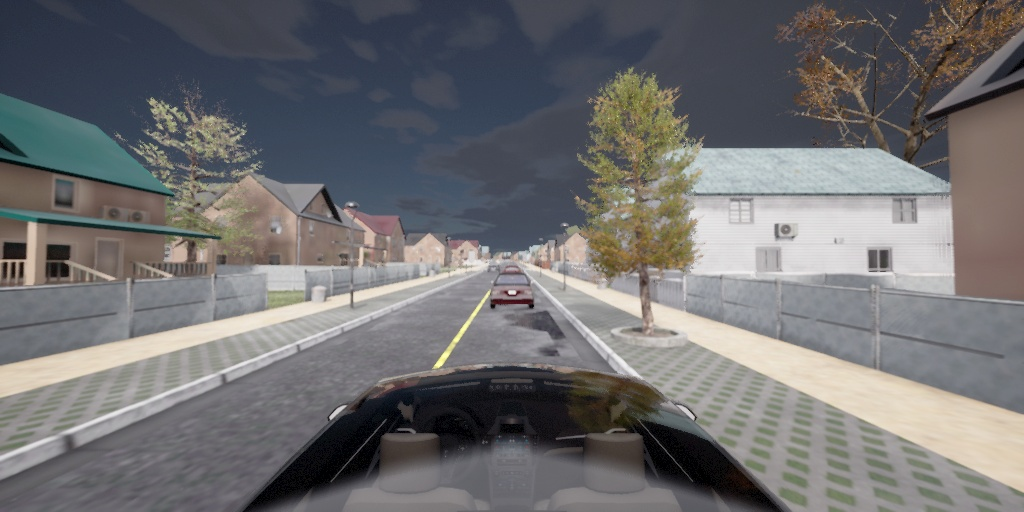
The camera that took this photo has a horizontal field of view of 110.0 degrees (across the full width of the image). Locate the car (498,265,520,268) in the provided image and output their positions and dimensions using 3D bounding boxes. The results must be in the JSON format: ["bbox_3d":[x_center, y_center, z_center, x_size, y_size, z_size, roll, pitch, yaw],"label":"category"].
[{"bbox_3d":[0.017,1.556,31.245,1.812,1.442,4.674,0,0,0],"label":"car"}]

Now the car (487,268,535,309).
[{"bbox_3d":[0.006,1.432,15.860,2.033,1.411,5.357,0,-1,0],"label":"car"}]

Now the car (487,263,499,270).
[{"bbox_3d":[-2.734,1.779,55.230,1.812,1.442,4.674,0,-1,0],"label":"car"}]
